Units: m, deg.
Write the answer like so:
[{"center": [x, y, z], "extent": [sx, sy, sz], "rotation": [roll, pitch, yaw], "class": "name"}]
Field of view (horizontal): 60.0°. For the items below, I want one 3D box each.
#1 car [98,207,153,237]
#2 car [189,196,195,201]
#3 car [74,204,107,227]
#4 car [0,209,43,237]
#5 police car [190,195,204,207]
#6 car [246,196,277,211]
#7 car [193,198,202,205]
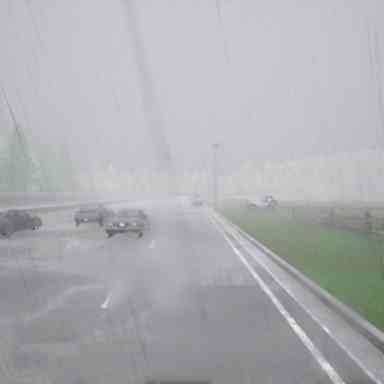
[{"center": [-3.398, 1.651, 18.647], "extent": [2.033, 1.411, 5.357], "rotation": [0, 0, 0], "class": "car"}, {"center": [0.013, 1.930, 94.240], "extent": [1.895, 1.301, 4.718], "rotation": [0, 0, 0], "class": "car"}, {"center": [-6.898, 1.624, 24.035], "extent": [2.128, 1.511, 4.902], "rotation": [0, 0, 0], "class": "car"}, {"center": [-10.398, 1.650, 18.658], "extent": [2.033, 1.411, 5.357], "rotation": [0, 0, 0], "class": "car"}, {"center": [1.057, 1.750, 58.814], "extent": [1.930, 1.638, 5.238], "rotation": [0, 0, 0], "class": "police car"}, {"center": [8.926, 1.449, 42.709], "extent": [3.866, 1.878, 1.905], "rotation": [0, 0, 0], "class": "car"}, {"center": [1.058, 1.905, 68.704], "extent": [1.812, 1.442, 4.674], "rotation": [0, 0, 0], "class": "car"}]
